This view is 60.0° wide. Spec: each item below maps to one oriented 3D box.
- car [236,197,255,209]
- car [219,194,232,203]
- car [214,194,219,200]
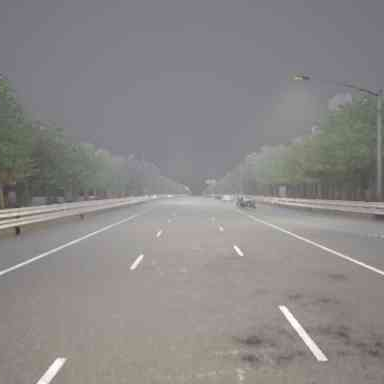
[{"bbox_3d":[7.125,1.422,44.153,1.812,1.442,4.674,0,0,-2],"label":"car"},{"bbox_3d":[7.035,1.367,66.897,1.812,1.442,4.674,0,0,0],"label":"car"},{"bbox_3d":[7.122,1.368,90.999,1.882,1.535,5.008,0,0,0],"label":"car"}]
